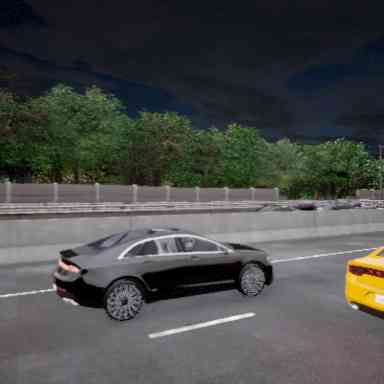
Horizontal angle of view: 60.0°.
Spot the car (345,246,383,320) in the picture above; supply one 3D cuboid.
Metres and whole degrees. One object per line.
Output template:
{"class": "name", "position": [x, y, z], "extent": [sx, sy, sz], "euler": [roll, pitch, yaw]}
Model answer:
{"class": "car", "position": [5.139, 1.531, 6.363], "extent": [5.008, 1.535, 1.882], "euler": [0, 0, -29]}

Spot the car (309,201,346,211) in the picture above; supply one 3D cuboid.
{"class": "car", "position": [15.728, 1.718, 36.469], "extent": [4.902, 1.511, 2.128], "euler": [0, 0, -29]}

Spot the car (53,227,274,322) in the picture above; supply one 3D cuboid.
{"class": "car", "position": [-0.393, 1.543, 7.297], "extent": [4.902, 1.511, 2.128], "euler": [0, 0, -29]}

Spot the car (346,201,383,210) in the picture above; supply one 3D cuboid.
{"class": "car", "position": [18.580, 1.700, 34.051], "extent": [4.902, 1.511, 2.128], "euler": [0, 0, -29]}

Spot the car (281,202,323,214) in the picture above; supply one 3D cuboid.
{"class": "car", "position": [12.888, 1.845, 38.898], "extent": [4.718, 1.301, 1.895], "euler": [0, 0, -29]}

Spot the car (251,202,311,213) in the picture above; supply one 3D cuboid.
{"class": "car", "position": [5.518, 1.665, 22.809], "extent": [4.892, 1.490, 1.837], "euler": [0, 0, -29]}
